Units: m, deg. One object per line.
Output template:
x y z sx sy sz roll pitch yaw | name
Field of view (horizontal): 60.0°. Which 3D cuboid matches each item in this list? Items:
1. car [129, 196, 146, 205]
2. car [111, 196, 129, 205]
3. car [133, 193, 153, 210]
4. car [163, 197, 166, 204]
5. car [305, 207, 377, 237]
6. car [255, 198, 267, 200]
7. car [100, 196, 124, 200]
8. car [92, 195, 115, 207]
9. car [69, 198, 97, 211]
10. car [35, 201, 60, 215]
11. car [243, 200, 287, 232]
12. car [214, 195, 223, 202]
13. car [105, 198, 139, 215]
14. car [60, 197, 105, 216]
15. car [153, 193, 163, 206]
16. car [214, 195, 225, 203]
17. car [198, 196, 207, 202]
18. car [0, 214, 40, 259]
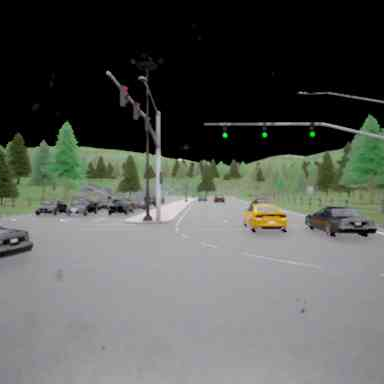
-9.756 1.484 59.589 2.128 1.511 4.902 0 0 2 | car
-13.207 1.552 61.314 2.033 1.411 5.357 0 0 2 | car
-6.739 1.346 42.577 2.097 1.767 4.553 0 0 2 | car
-6.137 1.523 63.280 2.033 1.411 5.357 0 0 2 | car
7.663 1.503 17.696 2.033 1.411 5.357 0 0 2 | car
8.299 1.484 40.153 2.033 1.411 5.357 0 0 2 | car
-10.275 1.573 41.344 1.994 1.385 4.181 0 0 2 | car
-13.501 1.366 51.075 2.097 1.767 4.553 0 0 2 | car
-13.751 1.547 42.216 1.812 1.442 4.674 0 0 2 | car
-14.037 1.593 33.592 1.994 1.385 4.181 0 0 2 | car
4.220 1.446 19.740 1.882 1.535 5.008 0 0 2 | car
5.977 1.471 76.089 1.994 1.385 4.181 0 0 3 | car
-7.038 1.603 33.639 1.895 1.301 4.718 0 0 2 | car
-10.586 1.508 32.489 2.128 1.511 4.902 0 0 2 | car
-6.448 1.206 52.873 2.150 2.045 5.566 0 0 2 | car
5.463 1.406 65.741 1.882 1.535 5.008 0 0 2 | car
2.457 1.485 75.826 1.994 1.385 4.181 0 0 3 | car
-7.999 1.570 10.846 5.357 1.411 2.033 0 0 12 | car
